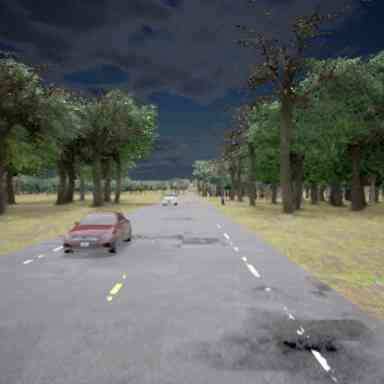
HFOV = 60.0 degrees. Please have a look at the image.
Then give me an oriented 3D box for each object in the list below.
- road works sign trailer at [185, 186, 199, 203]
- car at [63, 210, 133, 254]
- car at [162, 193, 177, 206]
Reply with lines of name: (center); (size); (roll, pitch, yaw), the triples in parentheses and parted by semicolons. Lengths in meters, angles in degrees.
road works sign trailer: (0.161, 0.463, 71.625); (2.380, 3.560, 2.880); (0, 0, -8)
car: (-3.607, 1.509, 13.518); (1.812, 1.442, 4.674); (0, 0, 0)
car: (-3.587, 1.201, 54.723); (2.150, 2.045, 5.566); (0, 0, 1)
